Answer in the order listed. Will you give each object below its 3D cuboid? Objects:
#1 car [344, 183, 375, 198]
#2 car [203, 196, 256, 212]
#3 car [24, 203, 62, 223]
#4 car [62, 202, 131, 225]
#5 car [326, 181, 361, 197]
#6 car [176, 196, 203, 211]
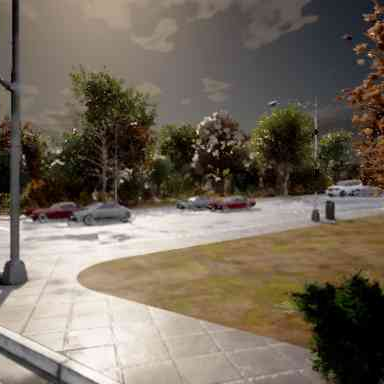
[{"bbox_3d":[21.743,-0.070,41.701,4.181,1.385,1.994,-4,2,-26],"label":"car"},{"bbox_3d":[3.684,1.105,31.042,4.718,1.301,1.895,-3,2,-35],"label":"car"},{"bbox_3d":[-9.744,1.461,24.624,4.718,1.301,1.895,-1,1,-42],"label":"car"},{"bbox_3d":[-6.333,1.427,22.952,4.181,1.385,1.994,-1,1,-41],"label":"car"},{"bbox_3d":[20.768,-0.470,45.125,5.566,2.045,2.150,-3,2,-25],"label":"car"},{"bbox_3d":[0.483,1.104,32.970,4.181,1.385,1.994,-3,2,-36],"label":"car"}]
